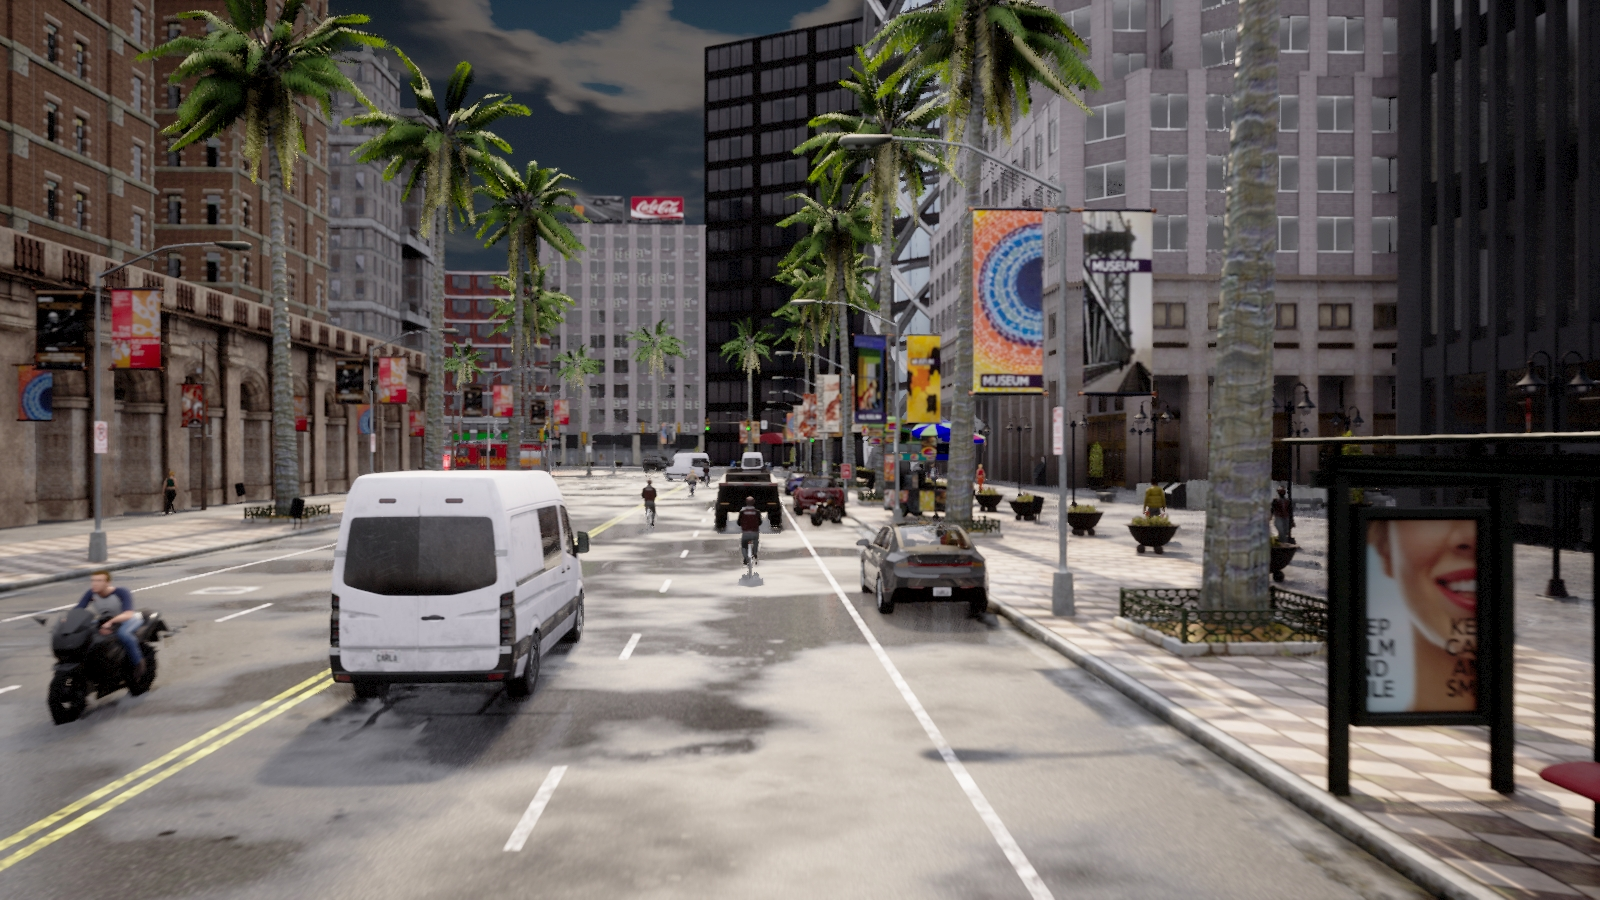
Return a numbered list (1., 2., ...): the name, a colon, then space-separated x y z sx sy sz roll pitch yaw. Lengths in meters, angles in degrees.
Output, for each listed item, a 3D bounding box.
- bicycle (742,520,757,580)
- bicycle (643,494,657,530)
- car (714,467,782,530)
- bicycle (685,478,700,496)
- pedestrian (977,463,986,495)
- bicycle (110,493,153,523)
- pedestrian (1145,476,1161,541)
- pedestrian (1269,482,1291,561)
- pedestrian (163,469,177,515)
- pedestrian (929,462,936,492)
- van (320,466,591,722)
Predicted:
1. bicycle: -1.124 2.210 25.566 0.329 1.171 1.835 0 0 -2
2. bicycle: -5.356 2.211 40.801 0.329 1.171 1.835 0 0 -3
3. car: -1.969 1.754 43.373 2.390 2.098 6.274 0 0 -3
4. bicycle: -6.525 2.257 69.537 0.859 1.080 1.487 0 0 -2
5. pedestrian: 10.722 1.708 67.516 0.375 1.860 0.375 0 0 -11
6. bicycle: -25.994 2.259 44.428 0.859 1.080 1.487 0 0 -3
7. pedestrian: 10.211 1.698 33.059 0.375 1.860 0.375 0 0 4
8. pedestrian: 11.465 1.703 27.293 0.375 1.860 0.375 0 0 -4
9. pedestrian: -25.554 1.700 46.348 0.375 1.860 0.375 0 0 4
10. pedestrian: 8.365 1.700 72.310 0.375 1.860 0.375 0 0 -1
11. van: -4.110 1.535 14.818 1.988 2.561 5.915 0 0 -3
